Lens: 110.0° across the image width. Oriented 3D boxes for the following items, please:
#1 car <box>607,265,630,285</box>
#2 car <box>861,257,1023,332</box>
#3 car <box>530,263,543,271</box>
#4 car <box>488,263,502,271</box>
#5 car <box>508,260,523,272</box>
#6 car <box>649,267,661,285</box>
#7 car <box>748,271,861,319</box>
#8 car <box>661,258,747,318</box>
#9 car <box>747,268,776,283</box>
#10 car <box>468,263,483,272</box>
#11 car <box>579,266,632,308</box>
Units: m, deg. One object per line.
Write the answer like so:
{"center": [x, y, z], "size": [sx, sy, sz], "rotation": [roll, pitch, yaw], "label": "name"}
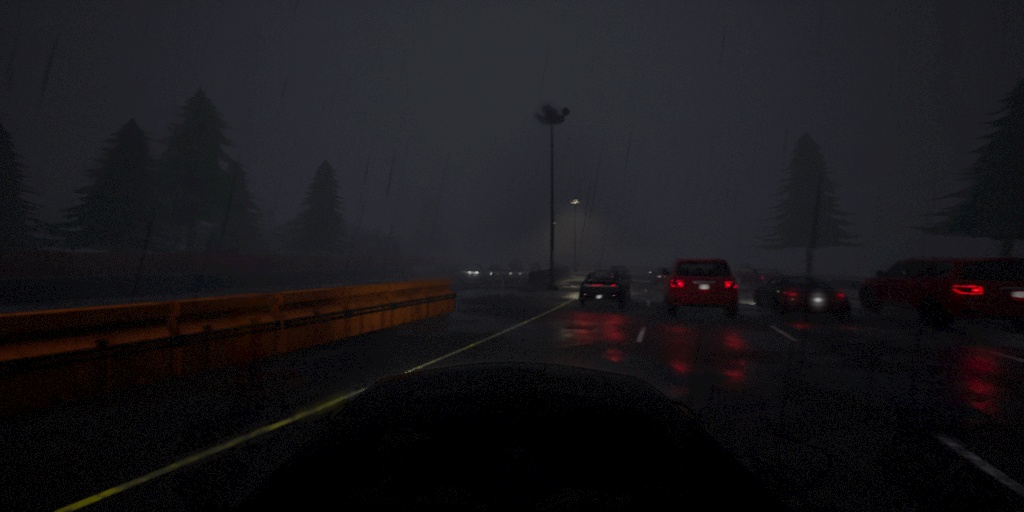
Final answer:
{"center": [9.280, 1.587, 31.284], "size": [1.812, 1.442, 4.674], "rotation": [0, 0, 16], "label": "car"}
{"center": [13.686, 1.066, 11.464], "size": [2.150, 2.045, 5.566], "rotation": [0, 0, 22], "label": "car"}
{"center": [4.294, 1.917, 63.295], "size": [1.837, 1.490, 4.892], "rotation": [0, 0, 5], "label": "car"}
{"center": [-2.825, 1.976, 62.433], "size": [1.994, 1.385, 4.181], "rotation": [0, -1, 6], "label": "car"}
{"center": [0.688, 1.627, 62.240], "size": [2.150, 2.045, 5.566], "rotation": [0, -1, 6], "label": "car"}
{"center": [12.259, 1.581, 28.972], "size": [2.033, 1.411, 5.357], "rotation": [0, -1, 16], "label": "car"}
{"center": [10.779, 1.433, 13.647], "size": [1.994, 1.385, 4.181], "rotation": [0, -1, 22], "label": "car"}
{"center": [7.182, 1.101, 14.051], "size": [2.150, 2.045, 5.566], "rotation": [0, 0, 22], "label": "car"}
{"center": [19.173, 1.613, 27.692], "size": [1.895, 1.301, 4.718], "rotation": [0, -1, 16], "label": "car"}
{"center": [-6.345, 1.907, 62.374], "size": [2.128, 1.511, 4.902], "rotation": [0, -1, 6], "label": "car"}
{"center": [4.274, 1.396, 16.224], "size": [2.128, 1.511, 4.902], "rotation": [0, -1, 21], "label": "car"}
